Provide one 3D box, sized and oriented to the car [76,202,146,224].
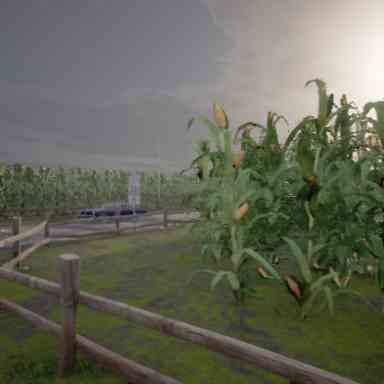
[{"bbox_3d":[-5.452,1.367,22.825,1.895,1.301,4.718,1,1,36],"label":"car"}]
